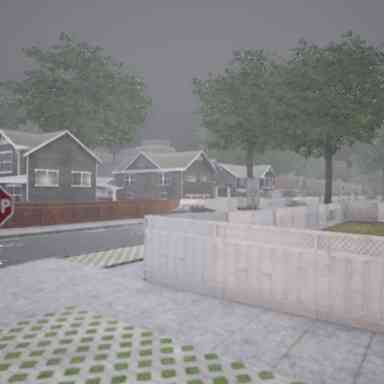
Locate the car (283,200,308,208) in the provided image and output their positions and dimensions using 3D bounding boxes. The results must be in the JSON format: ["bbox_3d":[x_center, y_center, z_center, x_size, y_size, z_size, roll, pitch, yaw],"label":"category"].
[{"bbox_3d":[13.925,1.758,44.336,2.033,1.411,5.357,0,0,36],"label":"car"}]

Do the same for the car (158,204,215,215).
[{"bbox_3d":[-0.252,1.601,24.664,2.033,1.411,5.357,0,0,36],"label":"car"}]
